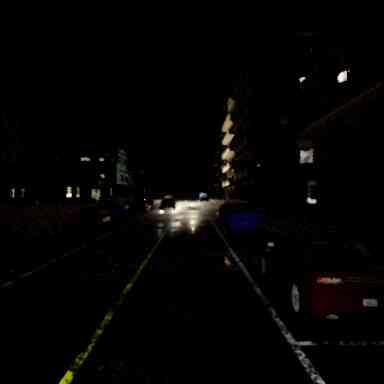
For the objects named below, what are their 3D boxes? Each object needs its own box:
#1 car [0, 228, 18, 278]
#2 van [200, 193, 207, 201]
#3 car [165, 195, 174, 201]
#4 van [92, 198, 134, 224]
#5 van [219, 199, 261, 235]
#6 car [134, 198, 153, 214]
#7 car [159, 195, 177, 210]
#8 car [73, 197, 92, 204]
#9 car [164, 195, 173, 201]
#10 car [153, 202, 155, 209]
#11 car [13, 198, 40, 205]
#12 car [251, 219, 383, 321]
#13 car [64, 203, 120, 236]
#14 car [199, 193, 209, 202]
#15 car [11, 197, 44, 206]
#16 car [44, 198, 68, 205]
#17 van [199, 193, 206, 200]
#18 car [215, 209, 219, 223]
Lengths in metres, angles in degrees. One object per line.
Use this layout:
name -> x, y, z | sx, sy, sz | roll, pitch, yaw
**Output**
car -> -5.642, 1.439, 7.243 | 1.967, 1.590, 4.097 | 1, 0, 0
van -> 2.731, 1.254, 79.214 | 1.690, 1.788, 3.998 | 1, 0, 0
car -> -5.650, 1.447, 84.763 | 1.887, 1.381, 4.507 | 1, 0, 0
van -> -5.635, 1.331, 24.180 | 1.690, 1.788, 3.998 | 1, 0, 0
van -> 2.711, 1.335, 18.565 | 1.690, 1.788, 3.998 | 1, 0, 0
car -> -5.632, 1.420, 35.472 | 1.967, 1.590, 4.097 | 1, 0, 0
car -> -3.004, 1.498, 42.466 | 1.812, 1.442, 4.674 | 0, 0, 0
car -> -19.696, 1.647, 61.436 | 4.403, 1.369, 2.008 | 0, -1, 1
car -> -5.653, 1.495, 79.182 | 1.802, 1.307, 4.206 | 1, 0, 0
car -> -5.632, 1.519, 41.118 | 1.887, 1.381, 4.507 | 1, 0, 0
car -> -30.657, 1.729, 61.590 | 4.206, 1.307, 1.802 | 0, -1, 1
car -> 2.704, 1.543, 7.273 | 1.887, 1.381, 4.507 | 1, 0, 0
car -> -5.639, 1.538, 18.534 | 1.887, 1.381, 4.507 | 1, 0, 0
car -> 2.727, 1.475, 73.635 | 2.008, 1.369, 4.403 | 1, 0, 0
car -> -26.359, 1.451, 52.892 | 4.097, 1.590, 1.967 | 0, -1, 1
car -> -25.178, 1.688, 61.514 | 4.313, 1.339, 1.947 | 0, -1, 1
van -> 2.735, 1.232, 90.377 | 1.690, 1.788, 3.998 | 1, 0, 0
car -> 2.710, 1.555, 24.211 | 1.947, 1.339, 4.313 | 1, 0, 0
